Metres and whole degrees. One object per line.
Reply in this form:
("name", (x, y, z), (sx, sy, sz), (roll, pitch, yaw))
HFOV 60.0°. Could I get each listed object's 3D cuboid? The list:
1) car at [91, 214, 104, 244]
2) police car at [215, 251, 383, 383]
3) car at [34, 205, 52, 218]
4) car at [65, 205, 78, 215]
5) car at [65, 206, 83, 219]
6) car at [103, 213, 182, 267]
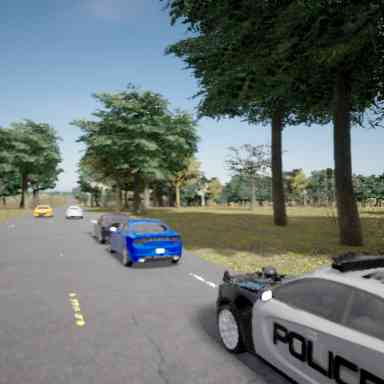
("car", (-4.364, 1.945, 18.444), (1.837, 1.490, 4.892), (1, -2, -23))
("police car", (1.986, 1.537, 3.949), (1.930, 1.638, 5.238), (1, -2, -24))
("car", (-18.653, 2.419, 41.791), (1.882, 1.535, 5.008), (1, -1, -21))
("car", (-18.898, 2.796, 52.269), (1.895, 1.301, 4.718), (1, -1, -20))
("car", (-14.270, 2.452, 40.268), (1.812, 1.442, 4.674), (1, -1, -21))
("car", (-2.004, 1.794, 12.955), (1.882, 1.535, 5.008), (1, -2, -23))
